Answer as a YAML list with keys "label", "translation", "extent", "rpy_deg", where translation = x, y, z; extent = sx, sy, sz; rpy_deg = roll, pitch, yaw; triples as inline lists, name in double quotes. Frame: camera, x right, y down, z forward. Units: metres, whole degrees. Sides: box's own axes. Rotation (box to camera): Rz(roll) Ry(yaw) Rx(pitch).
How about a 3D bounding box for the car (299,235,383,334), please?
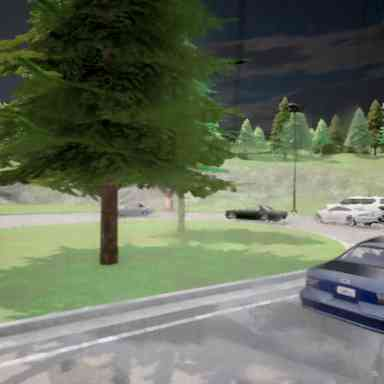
- label: "car"
  translation: [4.386, 1.593, 6.614]
  extent: [5.357, 1.411, 2.033]
  rpy_deg: [0, 0, -37]

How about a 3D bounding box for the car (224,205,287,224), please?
- label: "car"
  translation: [4.912, 1.704, 26.179]
  extent: [4.718, 1.301, 1.895]
  rpy_deg: [0, 0, 39]

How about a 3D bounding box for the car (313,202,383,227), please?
- label: "car"
  translation: [10.965, 1.663, 24.035]
  extent: [1.812, 1.442, 4.674]
  rpy_deg: [1, 0, -26]

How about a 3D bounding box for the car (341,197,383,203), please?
- label: "car"
  translation: [13.460, 1.384, 27.047]
  extent: [2.150, 2.045, 5.566]
  rpy_deg: [1, -1, -31]

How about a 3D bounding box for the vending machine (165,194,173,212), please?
- label: "vending machine"
  translation: [-2.718, 1.284, 39.100]
  extent: [0.880, 2.100, 1.100]
  rpy_deg: [0, 0, -4]

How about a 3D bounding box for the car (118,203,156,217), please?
- label: "car"
  translation: [-5.855, 1.647, 31.026]
  extent: [4.718, 1.301, 1.895]
  rpy_deg: [0, 0, -14]
